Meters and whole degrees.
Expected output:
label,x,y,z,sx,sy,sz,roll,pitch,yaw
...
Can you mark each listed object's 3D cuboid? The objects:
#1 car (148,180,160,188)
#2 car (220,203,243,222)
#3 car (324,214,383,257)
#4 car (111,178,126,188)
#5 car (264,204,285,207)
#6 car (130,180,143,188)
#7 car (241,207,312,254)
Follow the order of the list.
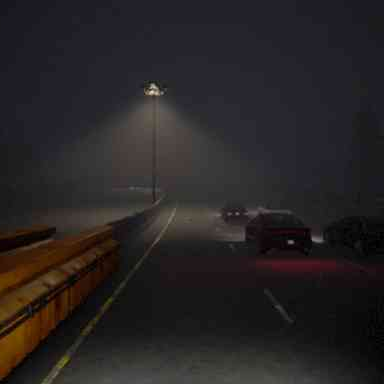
label,x,y,z,sx,sy,sz,roll,pitch,yaw
car,-7.308,-1.562,64.721,1.895,1.301,4.718,0,6,0
car,3.423,1.608,27.442,2.033,1.411,5.357,0,2,0
car,7.007,1.655,13.508,1.837,1.490,4.892,0,0,0
car,-14.304,-1.815,64.728,2.097,1.767,4.553,0,6,0
car,6.925,1.637,28.202,1.895,1.301,4.718,0,2,0
car,-10.809,-1.605,64.735,1.994,1.385,4.181,0,6,0
car,3.511,1.633,14.249,1.882,1.535,5.008,0,0,0
